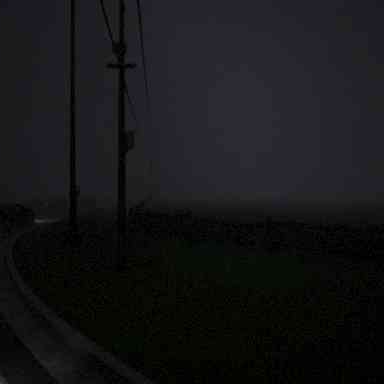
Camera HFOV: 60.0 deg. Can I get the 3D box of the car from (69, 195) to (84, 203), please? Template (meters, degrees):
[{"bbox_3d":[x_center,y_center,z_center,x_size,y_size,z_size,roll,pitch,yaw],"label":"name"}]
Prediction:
[{"bbox_3d":[-24.075,1.480,69.237,1.837,1.490,4.892,0,0,-6],"label":"car"}]

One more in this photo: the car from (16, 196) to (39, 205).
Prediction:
[{"bbox_3d":[-30.316,1.527,61.636,2.033,1.411,5.357,0,0,-5],"label":"car"}]

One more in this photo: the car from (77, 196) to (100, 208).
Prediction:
[{"bbox_3d":[-14.660,1.533,46.803,2.033,1.411,5.357,0,0,-6],"label":"car"}]

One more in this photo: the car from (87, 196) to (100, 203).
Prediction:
[{"bbox_3d":[-20.611,1.504,69.757,1.812,1.442,4.674,0,0,-6],"label":"car"}]

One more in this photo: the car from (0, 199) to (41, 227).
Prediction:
[{"bbox_3d":[-12.155,1.497,22.347,1.837,1.490,4.892,0,0,-6],"label":"car"}]

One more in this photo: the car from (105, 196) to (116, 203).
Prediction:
[{"bbox_3d":[-17.060,1.505,69.568,1.812,1.442,4.674,0,0,-6],"label":"car"}]

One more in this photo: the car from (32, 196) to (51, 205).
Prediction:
[{"bbox_3d":[-26.546,1.506,58.842,1.812,1.442,4.674,0,0,-6],"label":"car"}]

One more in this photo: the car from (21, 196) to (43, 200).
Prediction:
[{"bbox_3d":[-21.496,1.511,44.850,1.812,1.442,4.674,0,0,-6],"label":"car"}]

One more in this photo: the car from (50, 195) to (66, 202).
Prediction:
[{"bbox_3d":[-27.555,1.363,68.700,1.994,1.385,4.181,0,0,-6],"label":"car"}]

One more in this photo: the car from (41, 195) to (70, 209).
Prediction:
[{"bbox_3d":[-17.942,1.533,44.515,2.033,1.411,5.357,0,0,-6],"label":"car"}]
